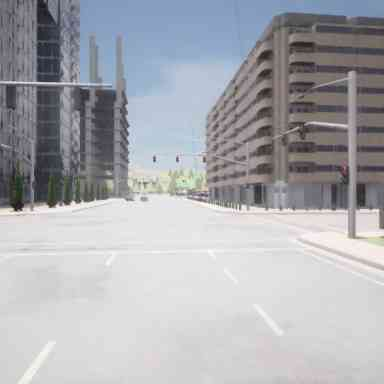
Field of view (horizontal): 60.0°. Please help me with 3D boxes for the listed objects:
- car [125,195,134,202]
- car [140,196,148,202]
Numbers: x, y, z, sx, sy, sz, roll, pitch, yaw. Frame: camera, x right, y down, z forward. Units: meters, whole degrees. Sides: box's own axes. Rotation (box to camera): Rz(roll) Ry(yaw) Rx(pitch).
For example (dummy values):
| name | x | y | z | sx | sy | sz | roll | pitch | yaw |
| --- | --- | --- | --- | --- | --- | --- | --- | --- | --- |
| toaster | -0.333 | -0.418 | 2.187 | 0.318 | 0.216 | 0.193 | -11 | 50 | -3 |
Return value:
| name | x | y | z | sx | sy | sz | roll | pitch | yaw |
| --- | --- | --- | --- | --- | --- | --- | --- | --- | --- |
| car | -14.857 | 1.533 | 79.539 | 2.033 | 1.411 | 5.357 | 0 | 0 | -6 |
| car | -11.102 | 1.516 | 77.178 | 2.033 | 1.411 | 5.357 | 0 | 0 | -6 |
